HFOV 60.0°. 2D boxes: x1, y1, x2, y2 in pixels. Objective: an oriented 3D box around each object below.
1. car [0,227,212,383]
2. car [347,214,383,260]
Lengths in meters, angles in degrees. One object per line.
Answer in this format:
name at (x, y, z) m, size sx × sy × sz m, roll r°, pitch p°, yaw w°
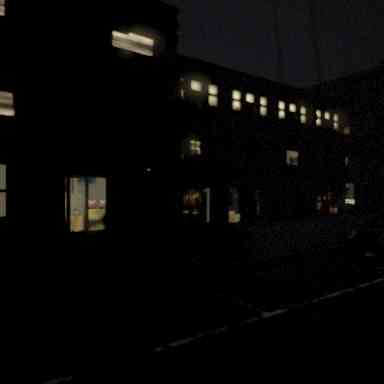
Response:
car at (-1.736, 1.444, 5.326) m, size 4.097 × 1.590 × 1.967 m, roll 0°, pitch 0°, yaw -36°
car at (7.255, 1.470, 11.748) m, size 4.097 × 1.590 × 1.967 m, roll 0°, pitch 0°, yaw -36°
